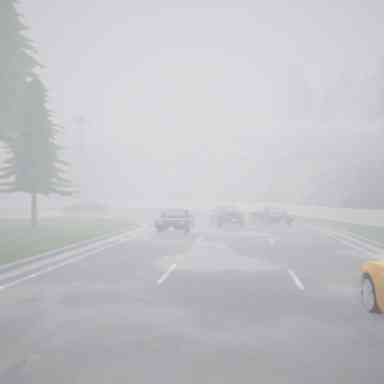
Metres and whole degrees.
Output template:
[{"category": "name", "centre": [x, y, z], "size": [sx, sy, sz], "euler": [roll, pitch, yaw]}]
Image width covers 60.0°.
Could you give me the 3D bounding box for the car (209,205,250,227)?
[{"category": "car", "centre": [2.495, 1.695, 24.446], "size": [1.812, 1.442, 4.674], "euler": [1, 0, -7]}]

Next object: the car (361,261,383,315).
[{"category": "car", "centre": [4.107, 1.549, 4.674], "size": [1.882, 1.535, 5.008], "euler": [0, 0, 7]}]

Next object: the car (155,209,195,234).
[{"category": "car", "centre": [-0.888, 1.709, 20.250], "size": [1.895, 1.301, 4.718], "euler": [1, 0, 6]}]

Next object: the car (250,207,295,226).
[{"category": "car", "centre": [5.938, 1.813, 25.490], "size": [1.895, 1.301, 4.718], "euler": [1, 0, -10]}]

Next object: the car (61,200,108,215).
[{"category": "car", "centre": [-11.249, 1.608, 34.944], "size": [4.674, 1.442, 1.812], "euler": [1, -1, -2]}]
